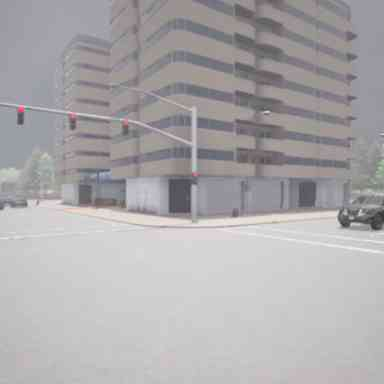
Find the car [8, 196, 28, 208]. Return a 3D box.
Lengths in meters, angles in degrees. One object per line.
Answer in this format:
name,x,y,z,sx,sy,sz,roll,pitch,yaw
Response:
car,-24.618,1.460,47.324,2.128,1.511,4.902,0,0,-35

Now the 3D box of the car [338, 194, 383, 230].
car,11.422,1.138,20.736,5.566,2.045,2.150,0,0,-36

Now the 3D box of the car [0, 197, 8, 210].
car,-24.552,1.335,41.116,2.097,1.767,4.553,0,0,-35

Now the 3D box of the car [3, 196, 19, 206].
car,-29.945,1.473,54.949,1.837,1.490,4.892,0,0,-34
